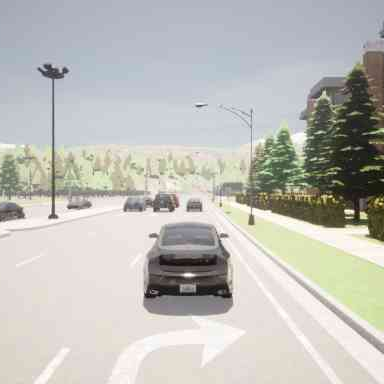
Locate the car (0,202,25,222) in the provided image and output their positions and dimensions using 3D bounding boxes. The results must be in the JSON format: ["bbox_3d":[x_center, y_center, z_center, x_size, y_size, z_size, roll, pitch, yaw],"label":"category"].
[{"bbox_3d":[-14.997,1.525,26.240,1.812,1.442,4.674,0,0,1],"label":"car"}]

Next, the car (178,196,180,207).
[{"bbox_3d":[-3.054,1.221,49.441,2.150,2.045,5.566,0,0,1],"label":"car"}]

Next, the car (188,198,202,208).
[{"bbox_3d":[0.450,1.564,49.671,1.994,1.385,4.181,0,0,1],"label":"car"}]

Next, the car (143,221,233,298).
[{"bbox_3d":[-0.085,1.504,8.473,1.837,1.490,4.892,0,0,0],"label":"car"}]

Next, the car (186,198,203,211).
[{"bbox_3d":[0.297,1.492,39.606,2.128,1.511,4.902,0,0,1],"label":"car"}]

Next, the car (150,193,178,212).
[{"bbox_3d":[-3.216,1.221,38.798,2.150,2.045,5.566,0,0,1],"label":"car"}]

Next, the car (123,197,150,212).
[{"bbox_3d":[-6.705,1.352,39.537,2.097,1.767,4.553,0,0,1],"label":"car"}]

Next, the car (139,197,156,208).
[{"bbox_3d":[-6.554,1.505,49.464,1.837,1.490,4.892,0,0,1],"label":"car"}]

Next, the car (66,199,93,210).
[{"bbox_3d":[-14.643,1.613,43.651,2.033,1.411,5.357,0,0,1],"label":"car"}]
